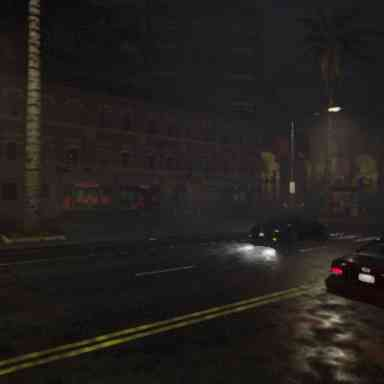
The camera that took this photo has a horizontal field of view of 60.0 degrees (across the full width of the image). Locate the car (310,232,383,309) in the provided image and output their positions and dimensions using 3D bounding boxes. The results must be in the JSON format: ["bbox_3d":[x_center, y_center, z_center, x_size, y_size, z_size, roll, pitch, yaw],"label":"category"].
[{"bbox_3d":[5.237,1.661,7.560,5.357,1.411,2.033,1,-1,-36],"label":"car"}]

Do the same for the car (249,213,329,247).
[{"bbox_3d":[4.729,1.739,16.051,4.181,1.385,1.994,1,-1,-36],"label":"car"}]
